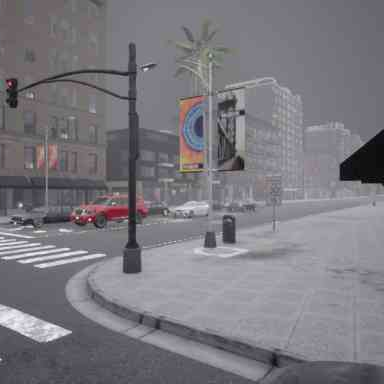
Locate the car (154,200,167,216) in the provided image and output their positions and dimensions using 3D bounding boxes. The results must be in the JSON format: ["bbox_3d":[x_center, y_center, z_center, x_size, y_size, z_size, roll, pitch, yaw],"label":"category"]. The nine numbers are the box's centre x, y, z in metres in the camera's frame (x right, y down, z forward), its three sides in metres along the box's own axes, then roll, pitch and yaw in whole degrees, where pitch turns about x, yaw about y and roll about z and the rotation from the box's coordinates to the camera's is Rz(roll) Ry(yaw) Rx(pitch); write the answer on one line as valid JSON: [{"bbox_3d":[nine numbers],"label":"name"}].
[{"bbox_3d":[-3.986,1.534,30.623,1.837,1.490,4.892,0,0,35],"label":"car"}]

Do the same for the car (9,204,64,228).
[{"bbox_3d":[-9.466,1.561,22.847,2.033,1.411,5.357,0,0,35],"label":"car"}]

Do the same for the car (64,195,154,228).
[{"bbox_3d":[-5.497,1.243,22.827,2.150,2.045,5.566,0,0,35],"label":"car"}]

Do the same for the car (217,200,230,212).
[{"bbox_3d":[2.020,1.597,39.132,2.033,1.411,5.357,0,0,35],"label":"car"}]

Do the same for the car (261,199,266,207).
[{"bbox_3d":[9.422,1.681,49.526,1.895,1.301,4.718,0,0,36],"label":"car"}]

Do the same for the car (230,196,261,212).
[{"bbox_3d":[5.871,1.411,38.939,2.097,1.767,4.553,0,0,35],"label":"car"}]

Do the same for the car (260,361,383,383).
[{"bbox_3d":[2.169,1.551,1.301,4.403,1.369,2.008,0,0,35],"label":"car"}]

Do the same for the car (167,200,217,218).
[{"bbox_3d":[0.128,1.564,30.811,1.812,1.442,4.674,0,0,35],"label":"car"}]
